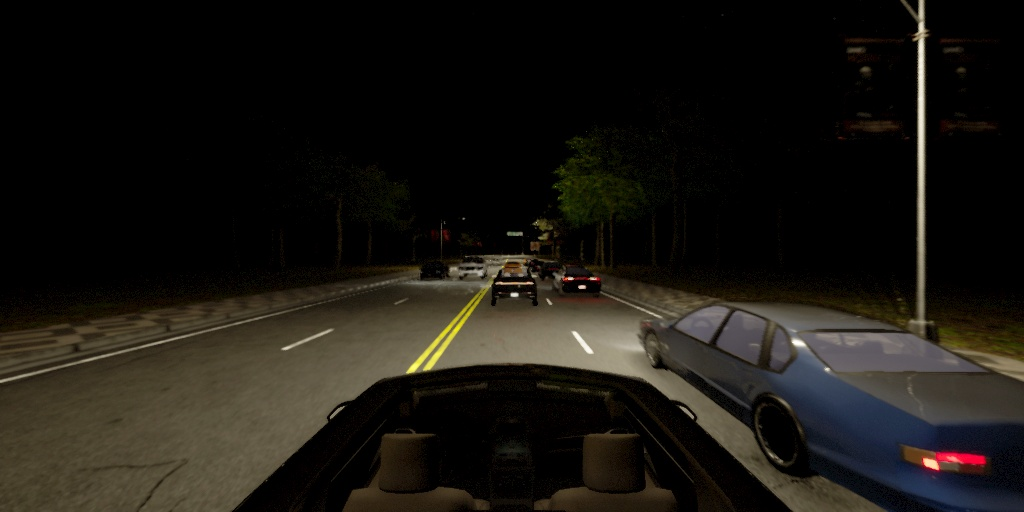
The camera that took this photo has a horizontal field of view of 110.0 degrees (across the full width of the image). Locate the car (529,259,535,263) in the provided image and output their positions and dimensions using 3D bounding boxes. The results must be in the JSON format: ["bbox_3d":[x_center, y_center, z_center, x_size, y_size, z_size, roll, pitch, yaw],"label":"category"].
[{"bbox_3d":[3.239,1.277,41.003,1.812,1.442,4.674,0,0,0],"label":"car"}]

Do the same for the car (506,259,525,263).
[{"bbox_3d":[0.091,1.232,36.817,1.882,1.535,5.008,0,0,0],"label":"car"}]

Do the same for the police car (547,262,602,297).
[{"bbox_3d":[3.245,1.259,19.004,2.038,1.542,4.974,0,0,0],"label":"police car"}]

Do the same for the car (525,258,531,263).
[{"bbox_3d":[3.236,1.240,52.002,1.837,1.490,4.892,0,0,0],"label":"car"}]

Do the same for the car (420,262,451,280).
[{"bbox_3d":[-6.598,1.232,31.131,1.882,1.535,5.008,0,0,0],"label":"car"}]

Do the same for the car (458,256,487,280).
[{"bbox_3d":[-3.347,0.976,31.555,2.150,2.045,5.566,0,0,0],"label":"car"}]

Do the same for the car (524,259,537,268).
[{"bbox_3d":[3.233,1.280,63.002,1.994,1.385,4.181,0,0,0],"label":"car"}]

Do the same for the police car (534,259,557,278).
[{"bbox_3d":[3.242,1.181,30.113,1.930,1.638,5.238,0,0,0],"label":"police car"}]

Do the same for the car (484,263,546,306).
[{"bbox_3d":[0.097,1.244,15.858,2.128,1.511,4.902,0,0,0],"label":"car"}]

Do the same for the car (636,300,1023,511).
[{"bbox_3d":[3.348,1.299,4.655,2.033,1.411,5.357,0,0,1],"label":"car"}]
